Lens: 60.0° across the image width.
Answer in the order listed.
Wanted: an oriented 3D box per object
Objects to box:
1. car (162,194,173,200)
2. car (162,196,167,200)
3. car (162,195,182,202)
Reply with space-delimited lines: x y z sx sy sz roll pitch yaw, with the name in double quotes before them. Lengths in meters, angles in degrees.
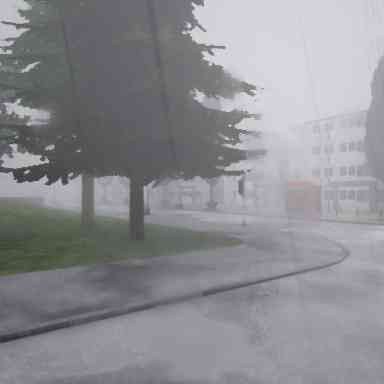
"car" -6.290 1.378 85.777 1.845 1.501 3.633 0 0 -24
"car" -4.999 1.465 83.295 4.536 1.218 1.853 0 0 -5
"car" -4.947 1.622 83.300 4.974 1.542 2.038 0 0 -5
